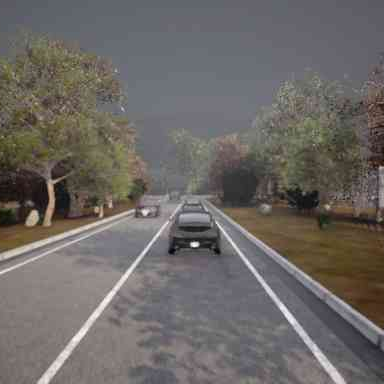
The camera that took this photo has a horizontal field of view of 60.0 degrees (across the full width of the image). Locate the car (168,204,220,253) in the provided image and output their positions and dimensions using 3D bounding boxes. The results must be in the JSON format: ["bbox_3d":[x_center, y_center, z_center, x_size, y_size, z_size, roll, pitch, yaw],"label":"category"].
[{"bbox_3d":[0.092,1.473,13.423,1.837,1.490,4.892,0,0,0],"label":"car"}]

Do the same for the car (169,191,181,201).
[{"bbox_3d":[-3.525,0.785,68.424,2.150,2.045,5.566,0,0,0],"label":"car"}]

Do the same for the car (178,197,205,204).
[{"bbox_3d":[0.087,1.376,29.216,2.128,1.511,4.902,0,0,0],"label":"car"}]

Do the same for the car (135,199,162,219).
[{"bbox_3d":[-3.608,1.384,28.054,2.128,1.511,4.902,0,0,0],"label":"car"}]
